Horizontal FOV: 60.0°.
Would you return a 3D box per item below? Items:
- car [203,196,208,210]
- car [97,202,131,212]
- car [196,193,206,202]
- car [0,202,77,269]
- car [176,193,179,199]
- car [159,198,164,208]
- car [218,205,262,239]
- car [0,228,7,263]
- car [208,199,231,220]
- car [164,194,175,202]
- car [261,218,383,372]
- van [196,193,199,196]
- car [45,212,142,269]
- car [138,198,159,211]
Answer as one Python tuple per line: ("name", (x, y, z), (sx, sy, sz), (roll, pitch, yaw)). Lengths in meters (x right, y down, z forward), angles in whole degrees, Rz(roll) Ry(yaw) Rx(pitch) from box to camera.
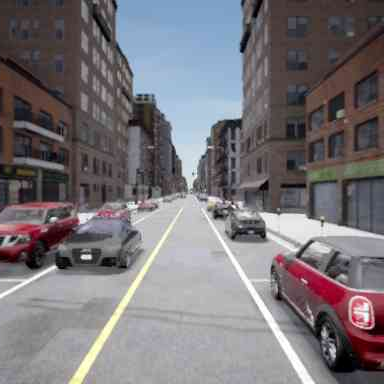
("car", (2.635, 1.532, 39.932), (1.752, 1.417, 4.829), (0, 0, 0))
("car", (-5.389, 1.445, 22.715), (1.967, 1.590, 4.097), (0, 0, 0))
("car", (2.635, 1.555, 77.726), (2.008, 1.369, 4.403), (0, 0, 0))
("car", (-5.388, 1.318, 11.351), (2.192, 1.841, 5.009), (0, 0, 0))
("car", (-5.415, 1.444, 93.943), (1.967, 1.590, 4.097), (0, 0, 0))
("car", (-5.390, 1.558, 45.442), (2.008, 1.369, 4.403), (0, 0, 0))
("car", (2.637, 1.554, 17.037), (2.008, 1.369, 4.403), (0, 0, 0))
("car", (-5.388, 1.568, 5.670), (1.947, 1.339, 4.313), (0, 0, 0))
("car", (2.636, 1.571, 28.400), (1.947, 1.339, 4.313), (0, 0, 0))
("car", (-5.394, 1.556, 72.318), (2.008, 1.369, 4.403), (0, 0, 0))
("car", (2.637, 1.441, 5.675), (1.967, 1.590, 4.097), (0, 0, 0))
("van", (2.637, 1.345, 83.132), (1.690, 1.788, 3.998), (0, 0, 0))
("car", (-2.849, 1.566, 10.970), (1.994, 1.385, 4.181), (0, 0, 0))
("car", (-5.390, 1.589, 39.761), (1.802, 1.307, 4.206), (0, 0, 0))
